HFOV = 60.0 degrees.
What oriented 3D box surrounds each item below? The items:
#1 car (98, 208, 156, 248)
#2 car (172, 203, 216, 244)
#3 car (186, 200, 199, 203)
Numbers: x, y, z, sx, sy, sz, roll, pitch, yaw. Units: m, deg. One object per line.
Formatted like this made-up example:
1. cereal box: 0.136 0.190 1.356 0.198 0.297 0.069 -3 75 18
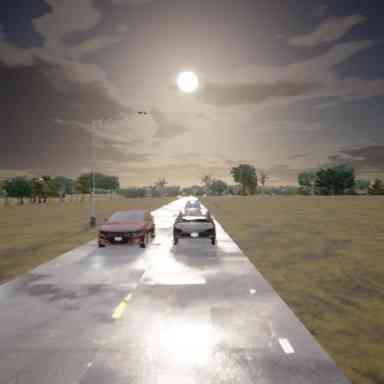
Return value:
1. car: -2.749 1.488 14.913 1.882 1.535 5.008 0 0 0
2. car: 0.102 1.498 15.772 2.128 1.511 4.902 0 0 0
3. car: 0.105 1.601 37.520 2.033 1.411 5.357 0 0 0
